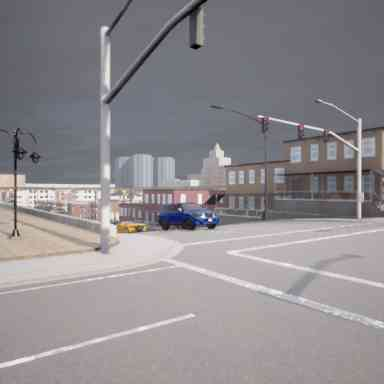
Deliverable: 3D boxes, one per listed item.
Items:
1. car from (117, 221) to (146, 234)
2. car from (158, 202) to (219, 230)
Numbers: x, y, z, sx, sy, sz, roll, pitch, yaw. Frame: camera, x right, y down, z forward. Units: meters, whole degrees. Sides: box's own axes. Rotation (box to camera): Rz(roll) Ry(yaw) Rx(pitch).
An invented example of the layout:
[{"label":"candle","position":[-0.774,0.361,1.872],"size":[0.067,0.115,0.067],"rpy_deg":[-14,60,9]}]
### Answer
[{"label":"car","position":[-6.312,3.600,32.644],"size":[1.882,1.535,5.008],"rpy_deg":[0,-12,-36]},{"label":"car","position":[-0.421,1.774,24.633],"size":[2.150,2.045,5.566],"rpy_deg":[0,-5,-36]}]
